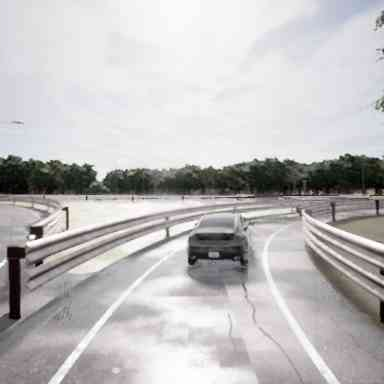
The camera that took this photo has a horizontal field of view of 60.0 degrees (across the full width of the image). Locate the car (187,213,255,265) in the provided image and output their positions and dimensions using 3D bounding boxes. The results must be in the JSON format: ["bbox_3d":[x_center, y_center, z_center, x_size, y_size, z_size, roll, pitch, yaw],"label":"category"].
[{"bbox_3d":[1.093,1.490,11.649,1.837,1.490,4.892,-1,0,12],"label":"car"}]

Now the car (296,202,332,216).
[{"bbox_3d":[11.692,1.545,31.168,1.895,1.301,4.718,-1,0,45],"label":"car"}]
